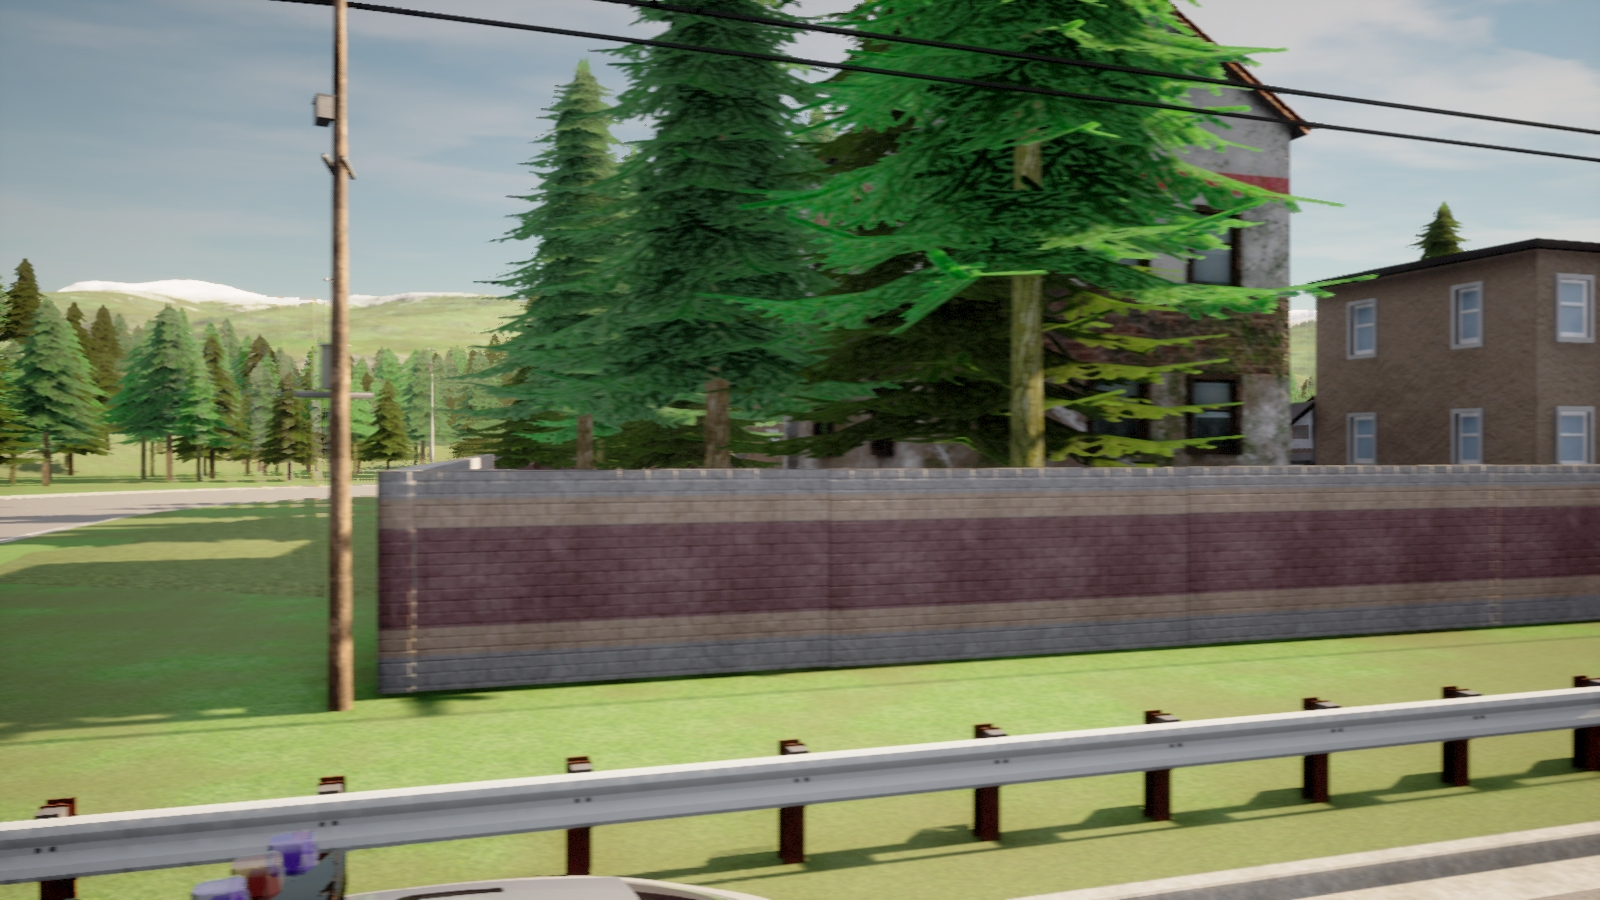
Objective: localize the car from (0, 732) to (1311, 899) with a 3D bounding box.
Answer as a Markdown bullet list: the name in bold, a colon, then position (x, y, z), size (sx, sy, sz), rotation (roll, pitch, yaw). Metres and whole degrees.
- **car**: position (-1.419, 1.981, 2.815), size (5.238, 1.638, 2.097), rotation (0, 0, -19)
